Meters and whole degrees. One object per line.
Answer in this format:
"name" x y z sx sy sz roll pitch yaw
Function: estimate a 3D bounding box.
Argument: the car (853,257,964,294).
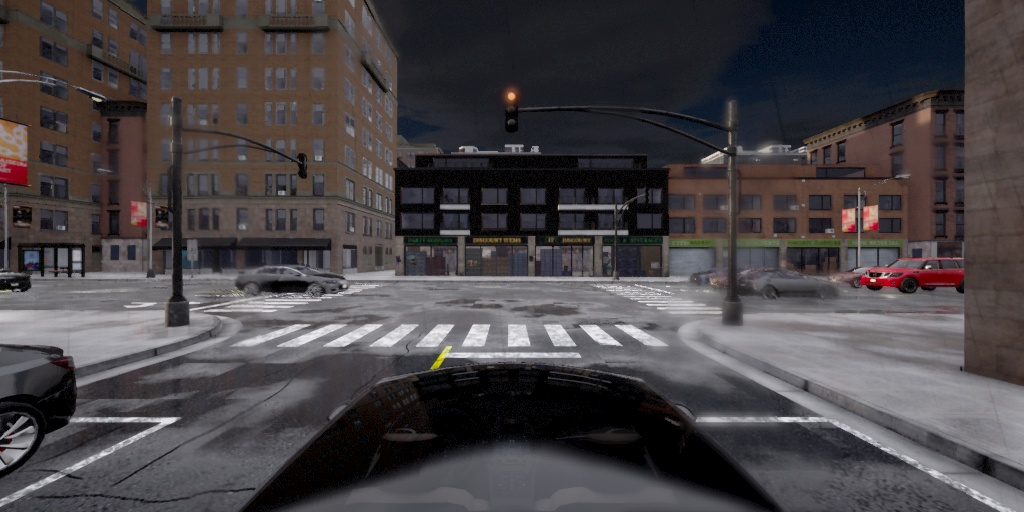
"car" 23.991 1.101 21.071 5.566 2.045 2.150 0 0 0

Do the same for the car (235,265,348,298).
"car" -10.618 1.197 17.447 4.902 1.511 2.128 0 0 0

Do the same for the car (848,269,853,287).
"car" 24.158 1.407 24.326 4.674 1.442 1.812 0 0 0

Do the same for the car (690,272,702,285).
"car" 14.396 1.394 24.285 4.181 1.385 1.994 0 0 0

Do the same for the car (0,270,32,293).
"car" -26.553 1.108 17.360 5.008 1.535 1.882 0 0 0

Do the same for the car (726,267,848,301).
"car" 13.327 1.388 17.578 4.181 1.385 1.994 0 0 0

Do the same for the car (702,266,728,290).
"car" 14.097 1.354 21.032 4.674 1.442 1.812 0 0 1

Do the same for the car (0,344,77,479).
"car" -5.387 1.316 1.927 1.948 1.339 4.313 0 0 0

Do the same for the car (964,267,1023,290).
"car" 34.112 1.498 24.385 4.181 1.385 1.994 0 0 0
